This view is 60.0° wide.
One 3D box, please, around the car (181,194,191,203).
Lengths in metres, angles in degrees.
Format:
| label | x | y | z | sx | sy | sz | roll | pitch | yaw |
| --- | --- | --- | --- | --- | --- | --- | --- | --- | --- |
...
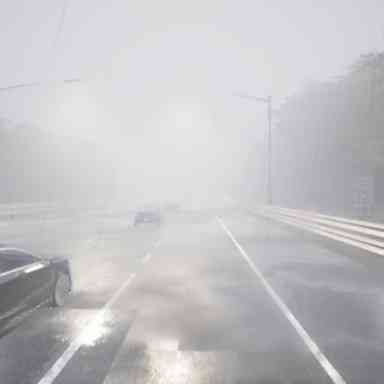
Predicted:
| label | x | y | z | sx | sy | sz | roll | pitch | yaw |
| --- | --- | --- | --- | --- | --- | --- | --- | --- | --- |
| car | -1.803 | 1.636 | 71.374 | 2.128 | 1.511 | 4.902 | 0 | 1 | 1 |

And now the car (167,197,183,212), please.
| label | x | y | z | sx | sy | sz | roll | pitch | yaw |
| --- | --- | --- | --- | --- | --- | --- | --- | --- | --- |
| car | -2.542 | 1.771 | 42.219 | 1.812 | 1.442 | 4.674 | 0 | 0 | 1 |

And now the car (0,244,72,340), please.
| label | x | y | z | sx | sy | sz | roll | pitch | yaw |
| --- | --- | --- | --- | --- | --- | --- | --- | --- | --- |
| car | -3.481 | 1.516 | 5.091 | 2.128 | 1.511 | 4.902 | 0 | 0 | 1 |

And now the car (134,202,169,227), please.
| label | x | y | z | sx | sy | sz | roll | pitch | yaw |
| --- | --- | --- | --- | --- | --- | --- | --- | --- | --- |
| car | -2.999 | 1.669 | 24.191 | 1.812 | 1.442 | 4.674 | 0 | 0 | 1 |
